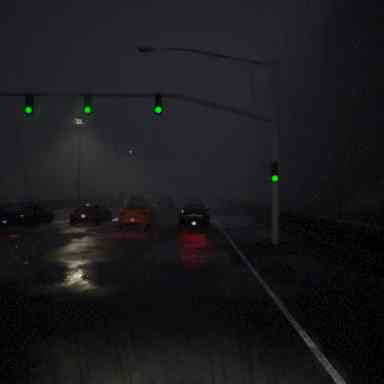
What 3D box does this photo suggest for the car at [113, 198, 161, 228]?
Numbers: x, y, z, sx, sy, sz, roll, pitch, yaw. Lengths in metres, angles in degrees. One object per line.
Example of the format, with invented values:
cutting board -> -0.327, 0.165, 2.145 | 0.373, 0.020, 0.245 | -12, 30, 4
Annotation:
car -> -3.381, 1.415, 21.431 | 1.882, 1.535, 5.008 | 0, 0, 0

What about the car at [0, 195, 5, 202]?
car -> -20.915, 1.096, 32.013 | 2.150, 2.045, 5.566 | 0, 0, 0

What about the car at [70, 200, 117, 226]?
car -> -6.873, 1.492, 23.057 | 1.994, 1.385, 4.181 | 0, 0, 0

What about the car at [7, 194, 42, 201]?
car -> -20.834, 1.118, 42.205 | 2.097, 1.767, 4.553 | 0, 1, 0

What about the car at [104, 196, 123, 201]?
car -> -10.223, 1.224, 43.646 | 1.882, 1.535, 5.008 | 0, 1, 0

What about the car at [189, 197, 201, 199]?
car -> 0.274, 1.315, 43.273 | 1.994, 1.385, 4.181 | 0, 1, 0

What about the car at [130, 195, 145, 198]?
car -> -6.736, 1.120, 41.982 | 2.097, 1.767, 4.553 | 0, 1, 0

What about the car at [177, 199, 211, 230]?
car -> 0.119, 1.451, 20.658 | 1.837, 1.490, 4.892 | 0, 0, 0

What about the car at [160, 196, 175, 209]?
car -> -3.238, 1.277, 41.749 | 1.837, 1.490, 4.892 | 0, 1, 0

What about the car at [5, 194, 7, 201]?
car -> -24.335, 1.119, 42.071 | 2.097, 1.767, 4.553 | 0, 1, 0

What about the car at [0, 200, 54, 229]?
car -> -10.397, 1.466, 20.877 | 1.812, 1.442, 4.674 | 0, 0, 0
